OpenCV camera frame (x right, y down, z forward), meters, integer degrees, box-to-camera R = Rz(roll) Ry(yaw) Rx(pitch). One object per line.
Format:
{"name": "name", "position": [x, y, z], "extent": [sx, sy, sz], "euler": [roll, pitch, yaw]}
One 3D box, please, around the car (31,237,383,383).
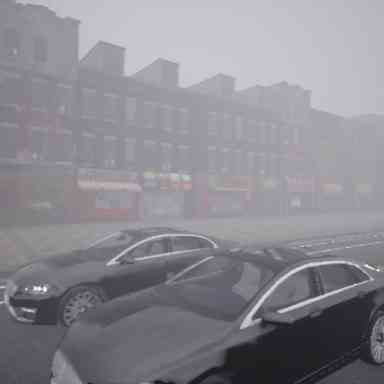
{"name": "car", "position": [0.841, 1.517, 4.279], "extent": [4.902, 1.511, 2.128], "euler": [1, 0, -35]}

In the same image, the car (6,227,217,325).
{"name": "car", "position": [-1.056, 1.517, 6.921], "extent": [4.902, 1.511, 2.128], "euler": [1, 0, -35]}
